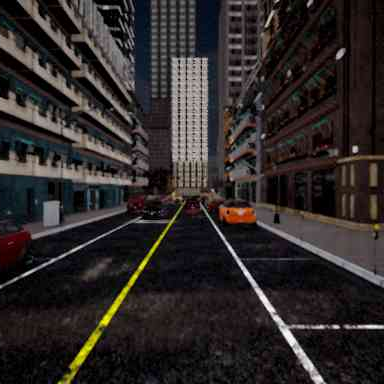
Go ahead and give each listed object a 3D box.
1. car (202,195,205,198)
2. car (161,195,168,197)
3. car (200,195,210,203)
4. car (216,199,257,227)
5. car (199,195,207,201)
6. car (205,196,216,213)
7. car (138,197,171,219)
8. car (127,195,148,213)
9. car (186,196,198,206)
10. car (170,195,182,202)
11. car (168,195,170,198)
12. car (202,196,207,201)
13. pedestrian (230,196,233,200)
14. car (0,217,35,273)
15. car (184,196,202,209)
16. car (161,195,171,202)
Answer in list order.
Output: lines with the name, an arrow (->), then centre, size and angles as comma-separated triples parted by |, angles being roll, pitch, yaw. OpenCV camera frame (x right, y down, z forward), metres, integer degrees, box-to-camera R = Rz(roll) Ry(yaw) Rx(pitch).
car -> 2.689, 1.441, 47.108 | 1.752, 1.417, 4.829 | -1, 0, 0
car -> -5.690, 1.481, 58.000 | 1.802, 1.307, 4.206 | -1, 0, 0
car -> 2.692, 1.427, 69.032 | 1.887, 1.381, 4.507 | -1, 0, 0
car -> 3.003, 1.309, 22.618 | 2.097, 1.767, 4.553 | 0, 0, 0
car -> 2.693, 1.391, 80.249 | 1.752, 1.417, 4.829 | -1, 0, 0
car -> 2.687, 1.479, 35.891 | 1.887, 1.381, 4.507 | -1, 0, 0
car -> -3.095, 1.452, 28.232 | 1.837, 1.490, 4.892 | 0, 0, 0
car -> -5.696, 1.250, 35.905 | 2.192, 1.841, 5.009 | -1, 0, 0
car -> 0.006, 1.383, 53.539 | 1.882, 1.535, 5.008 | 0, 0, 0
car -> -2.992, 1.343, 69.010 | 1.882, 1.535, 5.008 | 0, 0, 0
car -> -5.690, 1.322, 69.047 | 1.967, 1.590, 4.097 | -1, 0, 0
car -> 2.688, 1.476, 41.415 | 2.008, 1.369, 4.403 | -1, 0, 0
pedestrian -> 3.003, 1.247, 25.416 | 0.375, 1.860, 0.375 | -1, 1, 0
car -> -5.699, 1.424, 8.289 | 1.967, 1.590, 4.097 | -1, 0, 0
car -> 0.069, 1.425, 43.908 | 1.837, 1.490, 4.892 | 0, 0, 0
car -> -5.689, 1.418, 74.571 | 1.887, 1.381, 4.507 | -1, 0, 0
